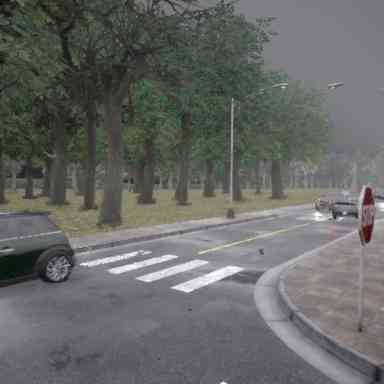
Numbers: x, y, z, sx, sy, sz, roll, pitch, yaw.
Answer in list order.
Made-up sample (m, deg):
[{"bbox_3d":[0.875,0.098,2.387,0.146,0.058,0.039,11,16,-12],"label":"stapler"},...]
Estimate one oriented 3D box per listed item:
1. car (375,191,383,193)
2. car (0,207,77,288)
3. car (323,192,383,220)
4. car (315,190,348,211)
[{"bbox_3d":[24.321,0.562,43.090,1.895,1.301,4.718,1,2,39],"label":"car"},{"bbox_3d":[-4.884,1.253,7.003,2.097,1.767,4.553,1,2,39],"label":"car"},{"bbox_3d":[10.480,0.988,21.370,2.128,1.511,4.902,1,2,39],"label":"car"},{"bbox_3d":[12.034,0.674,27.989,2.097,1.767,4.553,1,2,39],"label":"car"}]
